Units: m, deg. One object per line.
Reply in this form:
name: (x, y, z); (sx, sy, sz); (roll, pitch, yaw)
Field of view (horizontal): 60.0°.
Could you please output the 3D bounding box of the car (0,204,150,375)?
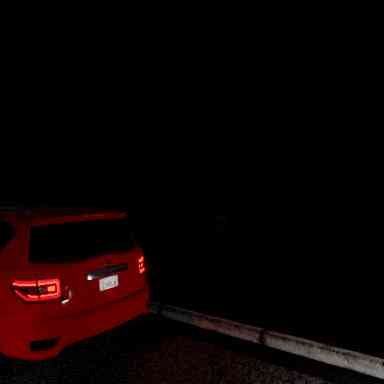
car: (-3.237, 1.229, 5.686); (5.566, 2.045, 2.150); (0, 0, 35)
